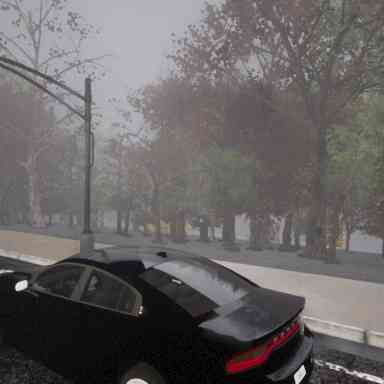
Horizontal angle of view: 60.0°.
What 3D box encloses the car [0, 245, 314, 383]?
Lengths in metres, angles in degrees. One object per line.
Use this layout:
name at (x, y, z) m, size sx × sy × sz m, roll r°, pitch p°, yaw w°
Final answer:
car at (-1.021, 1.477, 4.467) m, size 5.008 × 1.535 × 1.882 m, roll 0°, pitch 0°, yaw 36°
